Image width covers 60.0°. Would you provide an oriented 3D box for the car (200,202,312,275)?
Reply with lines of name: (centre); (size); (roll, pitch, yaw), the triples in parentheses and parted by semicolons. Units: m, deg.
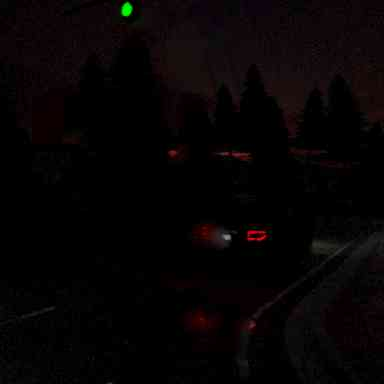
car: (2.415, 1.364, 11.345); (2.150, 2.045, 5.566); (0, -1, 34)
